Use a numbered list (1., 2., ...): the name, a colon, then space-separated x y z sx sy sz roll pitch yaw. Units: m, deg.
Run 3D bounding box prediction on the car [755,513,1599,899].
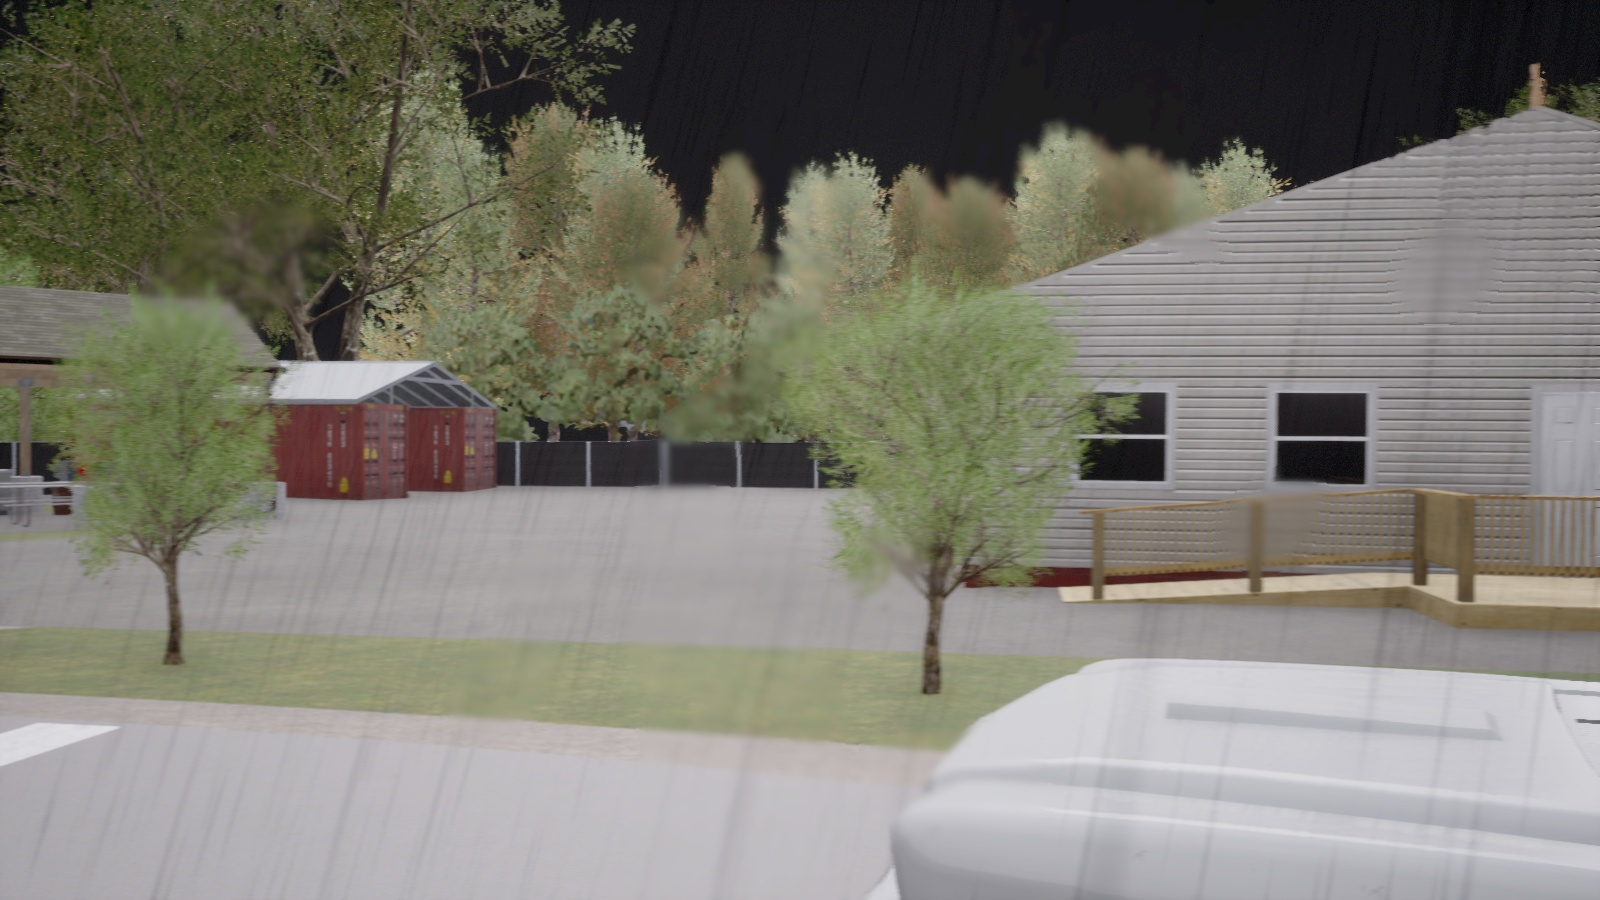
1. car: 2.450 0.898 2.319 4.718 1.301 1.895 1 1 25
